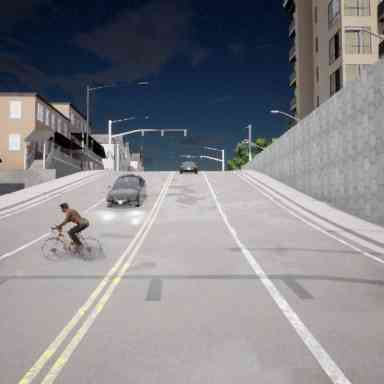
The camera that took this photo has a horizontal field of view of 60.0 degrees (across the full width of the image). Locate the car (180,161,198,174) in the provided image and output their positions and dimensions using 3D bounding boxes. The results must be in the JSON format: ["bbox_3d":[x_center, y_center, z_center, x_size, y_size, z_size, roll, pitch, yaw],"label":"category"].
[{"bbox_3d":[-0.356,-2.808,37.304,1.994,1.385,4.181,0,7,0],"label":"car"}]

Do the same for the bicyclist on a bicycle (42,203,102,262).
[{"bbox_3d":[-3.288,1.111,9.059,1.656,1.620,0.582,-1,4,-1],"label":"bicyclist on a bicycle"}]

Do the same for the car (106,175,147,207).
[{"bbox_3d":[-3.820,-0.143,19.942,1.837,1.490,4.892,0,11,-1],"label":"car"}]
